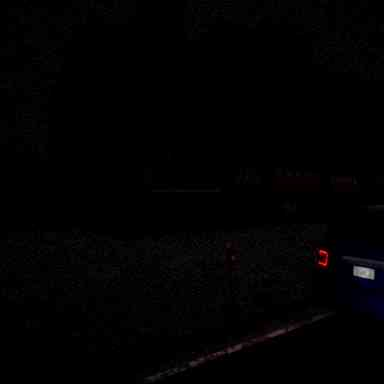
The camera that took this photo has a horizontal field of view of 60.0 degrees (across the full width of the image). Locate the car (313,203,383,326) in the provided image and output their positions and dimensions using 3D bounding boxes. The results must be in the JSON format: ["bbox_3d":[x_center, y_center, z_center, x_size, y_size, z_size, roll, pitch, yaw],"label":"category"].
[{"bbox_3d":[4.596,1.224,6.228,5.566,2.045,2.150,0,0,-36],"label":"car"}]
